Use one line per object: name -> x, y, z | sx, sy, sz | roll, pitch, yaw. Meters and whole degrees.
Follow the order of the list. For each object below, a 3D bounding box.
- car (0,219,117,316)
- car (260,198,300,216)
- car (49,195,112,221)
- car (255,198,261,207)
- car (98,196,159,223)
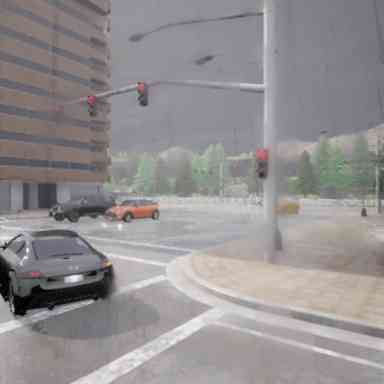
car -> -3.383, 1.574, 7.756 | 1.994, 1.385, 4.181 | 0, 0, -37
car -> 8.963, 1.493, 32.795 | 1.882, 1.535, 5.008 | 0, 0, 38
car -> -8.620, 1.252, 26.849 | 2.150, 2.045, 5.566 | 0, 0, 35
car -> 10.396, 1.528, 47.490 | 1.812, 1.442, 4.674 | 0, 0, -2
car -> -4.695, 1.378, 26.285 | 2.097, 1.767, 4.553 | 0, 0, 36
